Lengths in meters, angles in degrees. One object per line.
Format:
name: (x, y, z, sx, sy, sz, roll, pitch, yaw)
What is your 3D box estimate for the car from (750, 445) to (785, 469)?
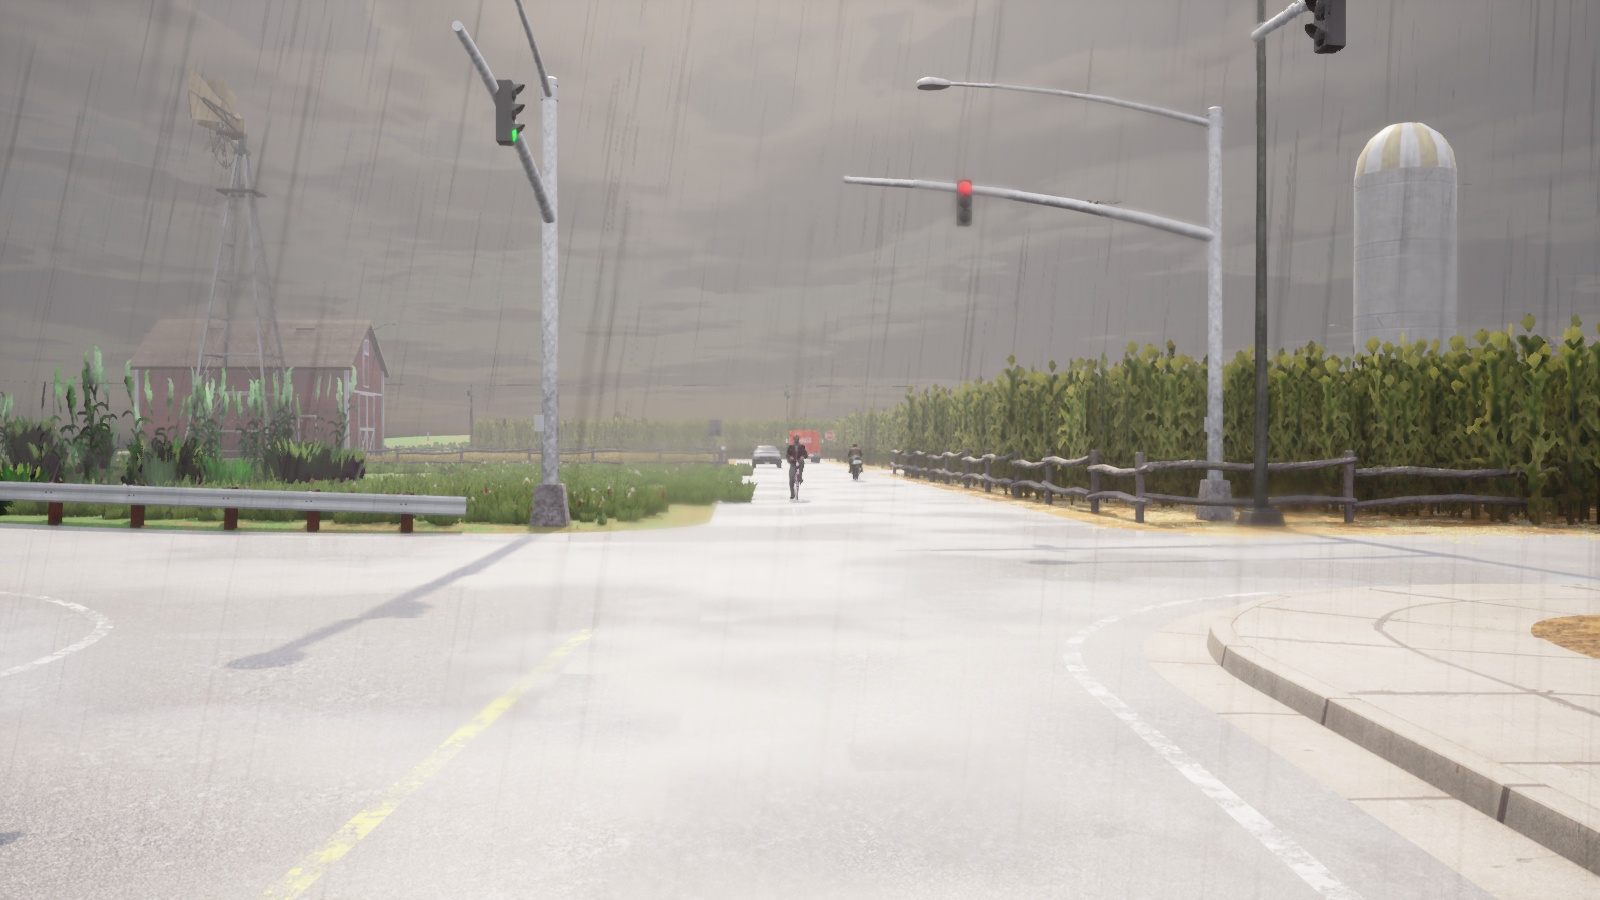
car: (-2.050, 0.391, 77.158, 2.033, 1.411, 5.357, 0, 0, -3)

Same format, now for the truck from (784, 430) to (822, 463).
truck: (0.185, -0.250, 96.588, 2.627, 2.467, 5.204, 0, 0, -3)

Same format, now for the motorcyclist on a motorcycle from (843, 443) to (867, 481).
motorcyclist on a motorcycle: (2.230, 0.478, 50.834, 0.797, 1.523, 2.044, 0, 0, -3)

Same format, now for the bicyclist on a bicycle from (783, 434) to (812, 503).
bicyclist on a bicycle: (-0.074, 0.466, 32.951, 0.659, 1.776, 1.843, 0, 0, -3)
